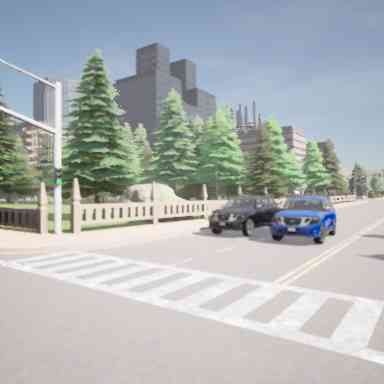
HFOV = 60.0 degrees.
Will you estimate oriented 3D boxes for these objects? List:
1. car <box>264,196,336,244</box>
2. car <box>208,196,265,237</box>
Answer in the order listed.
[{"bbox_3d":[5.640,1.232,16.390,2.150,2.045,5.566,0,0,32],"label":"car"},{"bbox_3d":[3.089,1.239,18.756,2.150,2.045,5.566,0,0,35],"label":"car"}]
